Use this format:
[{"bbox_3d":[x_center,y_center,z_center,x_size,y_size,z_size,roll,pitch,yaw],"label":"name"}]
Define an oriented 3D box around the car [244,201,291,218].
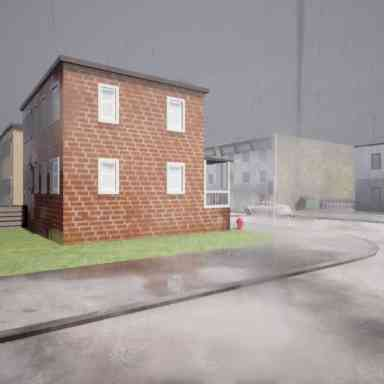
[{"bbox_3d":[6.754,1.526,29.947,1.812,1.442,4.674,0,0,-35],"label":"car"}]
